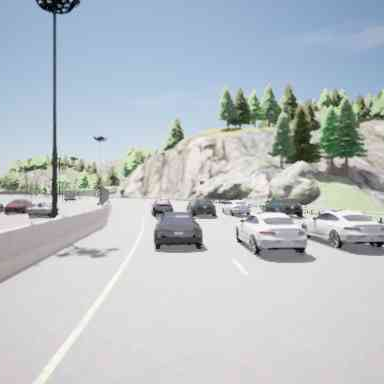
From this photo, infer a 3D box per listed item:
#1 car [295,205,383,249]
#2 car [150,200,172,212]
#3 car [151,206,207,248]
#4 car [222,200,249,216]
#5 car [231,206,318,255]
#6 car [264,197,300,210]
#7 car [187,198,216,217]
[{"bbox_3d":[6.390,1.502,14.404,1.812,1.442,4.674,0,0,-4],"label":"car"},{"bbox_3d":[-2.897,1.474,31.584,2.128,1.511,4.902,0,0,-10],"label":"car"},{"bbox_3d":[-0.670,1.554,14.776,1.994,1.385,4.181,0,0,-5],"label":"car"},{"bbox_3d":[4.195,1.494,31.682,1.812,1.442,4.674,0,0,-10],"label":"car"},{"bbox_3d":[2.978,1.510,13.186,1.812,1.442,4.674,0,0,-4],"label":"car"},{"bbox_3d":[8.033,1.314,29.819,2.097,1.767,4.553,0,0,-9],"label":"car"},{"bbox_3d":[0.777,1.328,30.843,2.097,1.767,4.553,0,0,-9],"label":"car"}]
